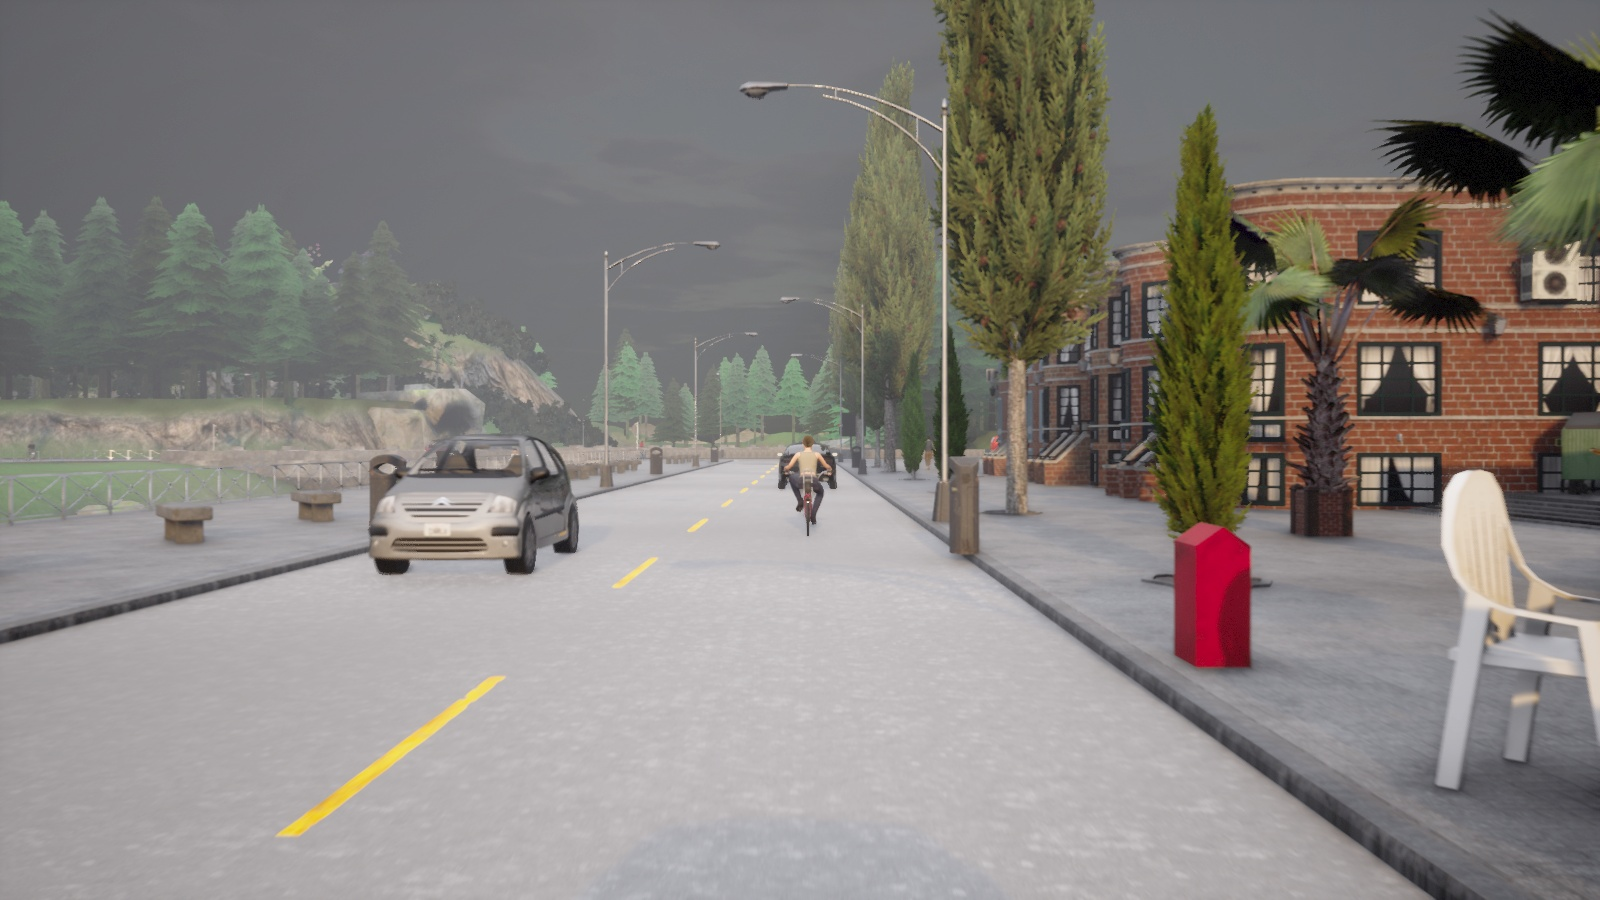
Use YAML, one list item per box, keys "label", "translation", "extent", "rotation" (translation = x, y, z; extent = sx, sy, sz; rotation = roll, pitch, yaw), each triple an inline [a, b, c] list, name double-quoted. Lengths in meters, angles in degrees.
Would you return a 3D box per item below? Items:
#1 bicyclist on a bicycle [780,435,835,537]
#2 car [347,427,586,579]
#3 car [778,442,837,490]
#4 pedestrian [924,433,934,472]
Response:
- label: "bicyclist on a bicycle"
  translation: [0.130, 0.567, 20.600]
  extent: [0.866, 1.612, 1.509]
  rotation: [0, 0, 0]
- label: "car"
  translation: [-3.898, 0.555, 15.386]
  extent: [1.851, 1.617, 3.988]
  rotation: [0, 0, 0]
- label: "car"
  translation: [0.251, 0.484, 42.570]
  extent: [1.882, 1.535, 5.008]
  rotation: [0, 0, 0]
- label: "pedestrian"
  translation: [6.439, 0.104, 62.829]
  extent: [0.423, 1.949, 0.788]
  rotation: [0, 0, 1]
